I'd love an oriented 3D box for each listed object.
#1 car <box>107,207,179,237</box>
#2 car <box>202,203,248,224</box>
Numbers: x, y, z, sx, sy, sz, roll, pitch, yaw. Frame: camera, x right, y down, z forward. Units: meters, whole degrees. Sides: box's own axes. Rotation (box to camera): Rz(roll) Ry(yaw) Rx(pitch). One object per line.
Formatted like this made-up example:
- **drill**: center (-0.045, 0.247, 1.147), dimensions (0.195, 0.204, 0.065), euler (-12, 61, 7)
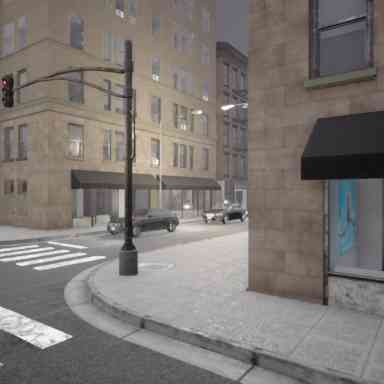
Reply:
- **car**: center (-2.612, 1.620, 18.829), dimensions (1.812, 1.442, 4.674), euler (0, 0, 37)
- **car**: center (2.695, 1.640, 26.299), dimensions (2.128, 1.511, 4.902), euler (0, 0, 35)
